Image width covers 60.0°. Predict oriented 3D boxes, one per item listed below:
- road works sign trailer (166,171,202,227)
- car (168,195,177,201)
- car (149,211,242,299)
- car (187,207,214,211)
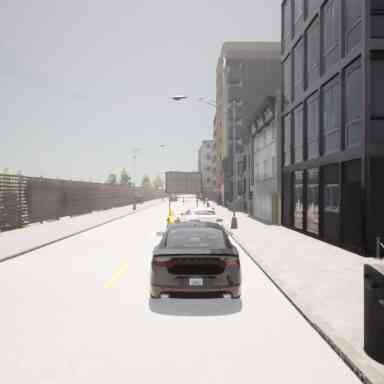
[{"bbox_3d":[-0.571,0.464,21.341,2.380,3.560,2.880,0,0,-17],"label":"road works sign trailer"},{"bbox_3d":[-4.254,1.503,74.898,1.837,1.490,4.892,0,0,0],"label":"car"},{"bbox_3d":[0.070,1.477,8.508,1.882,1.535,5.008,0,0,0],"label":"car"},{"bbox_3d":[0.416,1.539,17.859,1.812,1.442,4.674,0,-1,-9],"label":"car"}]
